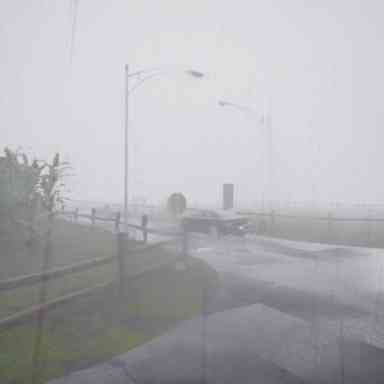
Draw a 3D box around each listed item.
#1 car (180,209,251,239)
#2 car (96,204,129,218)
[{"bbox_3d":[1.152,1.672,18.750,1.882,1.535,5.008,0,0,-33],"label":"car"},{"bbox_3d":[-7.945,1.842,32.470,1.895,1.301,4.718,1,-1,-35],"label":"car"}]
